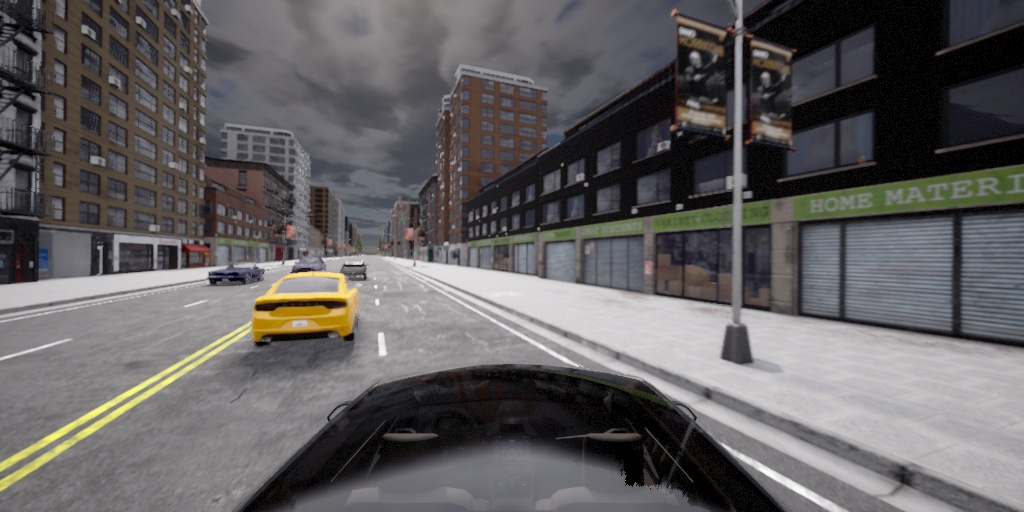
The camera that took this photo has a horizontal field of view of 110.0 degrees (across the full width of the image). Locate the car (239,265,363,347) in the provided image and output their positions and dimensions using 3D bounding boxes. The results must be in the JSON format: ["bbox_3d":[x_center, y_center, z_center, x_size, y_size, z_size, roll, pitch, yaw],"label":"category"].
[{"bbox_3d":[-5.015,1.148,9.282,1.882,1.535,5.008,1,0,-21],"label":"car"}]

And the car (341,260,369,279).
[{"bbox_3d":[-12.558,1.022,28.707,2.128,1.511,4.902,1,0,-21],"label":"car"}]

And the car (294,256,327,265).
[{"bbox_3d":[-16.570,0.833,29.527,2.097,1.767,4.553,1,0,-21],"label":"car"}]

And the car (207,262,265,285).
[{"bbox_3d":[-17.540,1.088,23.022,1.895,1.301,4.718,1,0,-21],"label":"car"}]
